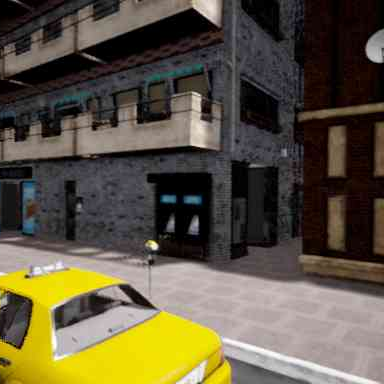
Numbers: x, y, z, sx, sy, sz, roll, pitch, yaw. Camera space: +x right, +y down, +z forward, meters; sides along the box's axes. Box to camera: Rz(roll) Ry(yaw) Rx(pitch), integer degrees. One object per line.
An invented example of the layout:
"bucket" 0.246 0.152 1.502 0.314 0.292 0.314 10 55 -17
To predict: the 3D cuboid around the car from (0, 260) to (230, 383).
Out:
"car" -1.912 1.522 4.073 4.829 1.417 1.752 0 1 36
